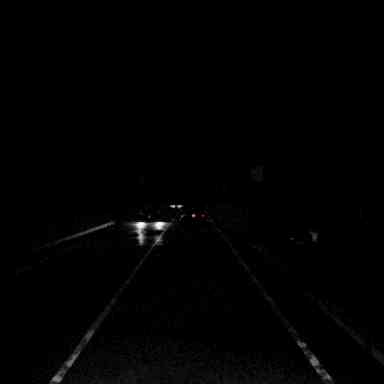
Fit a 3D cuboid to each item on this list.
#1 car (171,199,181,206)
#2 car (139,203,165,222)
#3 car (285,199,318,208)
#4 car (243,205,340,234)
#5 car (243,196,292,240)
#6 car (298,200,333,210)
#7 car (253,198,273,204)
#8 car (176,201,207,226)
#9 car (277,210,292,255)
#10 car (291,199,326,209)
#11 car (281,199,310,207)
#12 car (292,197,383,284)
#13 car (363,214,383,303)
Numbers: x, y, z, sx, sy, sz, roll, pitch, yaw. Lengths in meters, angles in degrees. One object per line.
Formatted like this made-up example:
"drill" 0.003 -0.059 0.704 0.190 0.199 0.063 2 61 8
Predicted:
"car" -3.241 2.158 69.825 1.994 1.385 4.181 0 -1 0
"car" -3.345 1.678 28.299 1.812 1.442 4.674 0 -1 0
"car" 18.707 1.919 56.883 4.892 1.521 2.231 0 -1 0
"car" 5.594 1.531 19.224 4.892 1.521 2.231 0 0 0
"car" 5.627 1.261 16.425 5.566 2.045 2.435 0 0 0
"car" 18.705 1.890 50.461 4.674 1.452 2.002 0 -1 0
"car" 18.697 2.290 87.663 4.674 1.452 2.002 0 -1 0
"car" 0.104 1.659 24.594 2.033 1.411 5.357 0 -1 0
"car" 5.602 1.486 10.819 4.892 1.521 2.231 0 0 0
"car" 18.715 1.883 53.610 5.008 1.535 2.097 0 -1 0
"car" 18.712 1.993 60.159 4.674 1.452 2.002 0 -1 0
"car" 5.624 1.227 8.015 5.566 2.045 2.435 0 0 0
"car" 5.564 1.346 5.214 4.553 1.767 2.185 0 0 0
